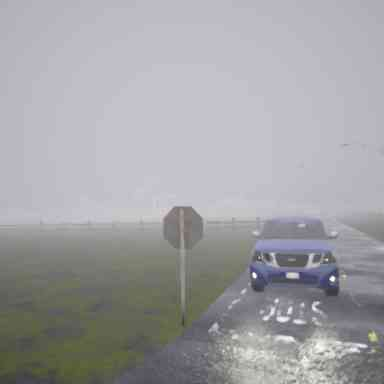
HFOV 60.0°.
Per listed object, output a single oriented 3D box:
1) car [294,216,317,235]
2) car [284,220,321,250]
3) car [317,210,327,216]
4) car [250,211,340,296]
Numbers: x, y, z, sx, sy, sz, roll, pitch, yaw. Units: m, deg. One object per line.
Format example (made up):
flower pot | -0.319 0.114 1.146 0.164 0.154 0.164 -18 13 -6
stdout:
car | 10.428 3.002 30.373 1.812 1.442 4.674 -2 -3 21
car | 6.753 2.517 20.192 1.812 1.442 4.674 -2 -3 20
car | 33.243 5.405 85.304 2.128 1.511 4.902 -2 -3 20
car | 3.263 1.750 10.511 2.150 2.045 5.566 -2 -3 19
